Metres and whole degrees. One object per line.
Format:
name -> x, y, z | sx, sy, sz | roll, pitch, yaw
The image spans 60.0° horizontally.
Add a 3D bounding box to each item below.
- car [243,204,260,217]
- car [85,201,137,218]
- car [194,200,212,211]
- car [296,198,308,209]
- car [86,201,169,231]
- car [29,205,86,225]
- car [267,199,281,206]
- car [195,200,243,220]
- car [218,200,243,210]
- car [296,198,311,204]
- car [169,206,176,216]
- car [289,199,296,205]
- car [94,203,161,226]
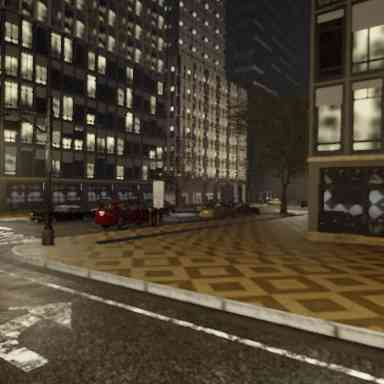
car -> 5.885, 1.920, 36.050 | 1.802, 1.307, 4.206 | 1, 0, 36
car -> -7.662, 1.618, 31.823 | 1.752, 1.417, 4.829 | 1, 0, 36
car -> 2.185, 1.743, 40.754 | 2.128, 1.511, 4.902 | 1, 0, 37
car -> 19.301, 1.845, 54.191 | 2.192, 1.841, 5.009 | 1, 0, 36
car -> -4.172, 1.505, 22.445 | 2.192, 1.841, 5.009 | 1, 0, 36
car -> -9.530, 1.680, 24.931 | 1.895, 1.301, 4.718 | 1, 0, 37
car -> 15.803, 1.955, 63.556 | 1.752, 1.417, 4.829 | 1, 0, 36
car -> 2.633, 1.816, 31.651 | 1.752, 1.417, 4.829 | 1, 0, 36
car -> 5.848, 1.855, 50.093 | 1.947, 1.339, 4.313 | 1, 0, 36
car -> 25.960, 2.121, 77.293 | 2.008, 1.369, 4.403 | 1, 0, 36
car -> -3.781, 1.711, 32.713 | 2.033, 1.411, 5.357 | 1, 0, 36
car -> 22.608, 2.106, 72.759 | 1.802, 1.307, 4.206 | 1, 0, 36
car -> -4.892, 1.656, 25.917 | 2.128, 1.511, 4.902 | 1, 0, 37
